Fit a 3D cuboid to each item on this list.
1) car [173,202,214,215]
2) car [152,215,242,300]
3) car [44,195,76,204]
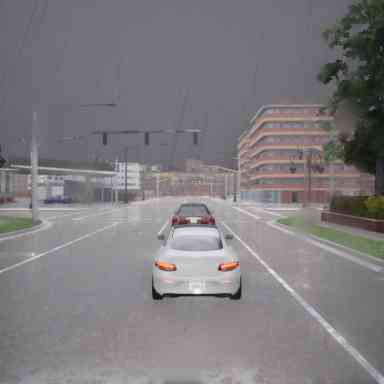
[{"bbox_3d":[0.074,1.352,17.269,2.097,1.767,4.553,0,0,0],"label":"car"},{"bbox_3d":[0.092,1.526,8.277,1.812,1.442,4.674,0,0,0],"label":"car"},{"bbox_3d":[-23.402,1.295,57.992,4.611,1.667,2.242,0,0,1],"label":"car"}]
